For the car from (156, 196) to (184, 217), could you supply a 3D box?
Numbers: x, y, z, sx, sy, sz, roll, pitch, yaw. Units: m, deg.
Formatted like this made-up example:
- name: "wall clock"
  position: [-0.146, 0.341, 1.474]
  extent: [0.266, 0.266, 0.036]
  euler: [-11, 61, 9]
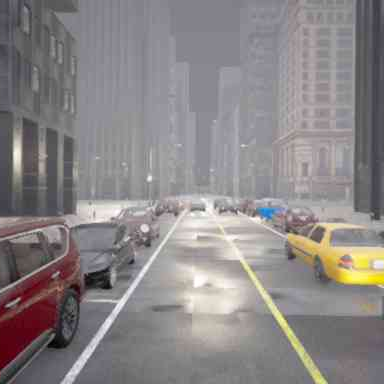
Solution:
- name: "car"
  position: [-2.207, 1.302, 31.494]
  extent: [2.192, 1.841, 5.009]
  euler: [0, 0, 1]

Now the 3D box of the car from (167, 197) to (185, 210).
- name: "car"
  position: [-1.999, 1.433, 42.697]
  extent: [1.967, 1.590, 4.097]
  euler: [0, 0, 1]

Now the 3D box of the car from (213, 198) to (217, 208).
- name: "car"
  position: [3.824, 1.560, 45.331]
  extent: [1.837, 1.490, 4.892]
  euler: [1, 0, 1]

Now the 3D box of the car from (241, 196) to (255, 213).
- name: "car"
  position: [6.421, 1.393, 36.938]
  extent: [2.192, 1.841, 5.009]
  euler: [0, 0, 1]

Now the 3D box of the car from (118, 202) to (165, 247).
- name: "car"
  position: [-2.521, 1.418, 14.690]
  extent: [1.967, 1.590, 4.097]
  euler: [0, 0, 1]

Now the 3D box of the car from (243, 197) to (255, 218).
- name: "car"
  position: [6.315, 1.515, 31.336]
  extent: [1.967, 1.590, 4.097]
  euler: [0, 0, 1]

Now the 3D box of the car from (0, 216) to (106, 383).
- name: "car"
  position: [-2.729, 1.288, 3.489]
  extent: [2.192, 1.841, 5.009]
  euler: [0, 0, 1]

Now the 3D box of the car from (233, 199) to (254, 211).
- name: "car"
  position: [6.524, 1.632, 42.539]
  extent: [2.008, 1.369, 4.403]
  euler: [0, 0, 1]

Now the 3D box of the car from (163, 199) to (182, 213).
- name: "car"
  position: [-2.107, 1.515, 36.925]
  extent: [1.752, 1.417, 4.829]
  euler: [0, 0, 1]

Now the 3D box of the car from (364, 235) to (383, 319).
- name: "car"
  position: [3.933, 1.547, 3.361]
  extent: [1.837, 1.490, 4.892]
  euler: [1, 0, 1]

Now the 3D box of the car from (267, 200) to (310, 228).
- name: "car"
  position: [6.107, 1.509, 20.135]
  extent: [1.967, 1.590, 4.097]
  euler: [0, 0, 1]

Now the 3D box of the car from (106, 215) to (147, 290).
- name: "car"
  position: [-2.627, 1.541, 9.089]
  extent: [1.947, 1.339, 4.313]
  euler: [0, 0, 1]

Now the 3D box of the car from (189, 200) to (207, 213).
- name: "car"
  position: [0.664, 1.566, 37.190]
  extent: [2.033, 1.411, 5.357]
  euler: [1, 0, 1]

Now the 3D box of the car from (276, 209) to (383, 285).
- name: "car"
  position: [4.030, 1.500, 9.551]
  extent: [1.801, 1.575, 5.366]
  euler: [1, 0, 1]

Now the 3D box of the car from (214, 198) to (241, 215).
- name: "car"
  position: [3.688, 1.649, 35.028]
  extent: [1.895, 1.301, 4.718]
  euler: [1, 0, 2]

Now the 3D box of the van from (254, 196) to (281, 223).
- name: "van"
  position: [6.212, 1.413, 25.736]
  extent: [1.690, 1.788, 3.998]
  euler: [0, 0, 1]
